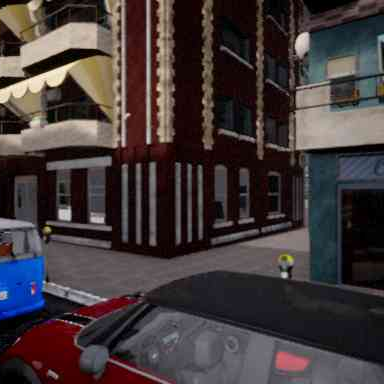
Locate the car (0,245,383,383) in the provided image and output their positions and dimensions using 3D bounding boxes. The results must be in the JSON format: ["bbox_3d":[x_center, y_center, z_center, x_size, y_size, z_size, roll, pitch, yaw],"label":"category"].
[{"bbox_3d":[0.127,1.433,2.795,4.097,1.590,1.967,0,0,36],"label":"car"}]

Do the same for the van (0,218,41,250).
[{"bbox_3d":[-4.368,1.306,6.003,3.998,1.788,1.690,0,0,36],"label":"van"}]
